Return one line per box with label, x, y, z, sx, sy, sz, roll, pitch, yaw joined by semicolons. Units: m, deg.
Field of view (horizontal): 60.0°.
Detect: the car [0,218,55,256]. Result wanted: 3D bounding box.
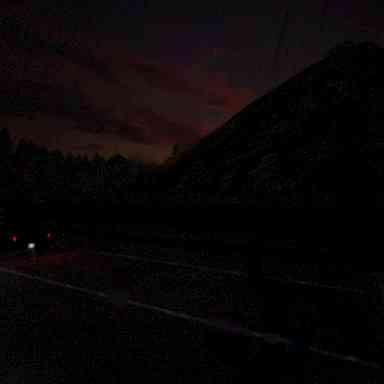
car;-7.819;1.735;13.762;4.718;1.301;1.895;-1;0;36
